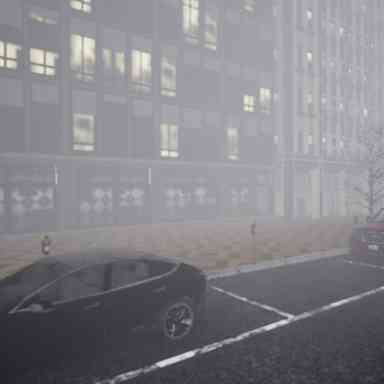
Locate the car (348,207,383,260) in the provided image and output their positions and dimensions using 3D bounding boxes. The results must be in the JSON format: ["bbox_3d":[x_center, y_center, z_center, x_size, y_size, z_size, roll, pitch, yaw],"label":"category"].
[{"bbox_3d":[7.483,1.357,11.449,5.009,1.841,2.192,0,-1,-35],"label":"car"}]

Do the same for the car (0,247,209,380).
[{"bbox_3d":[-1.715,1.570,4.888,4.313,1.339,1.947,0,-1,-35],"label":"car"}]
